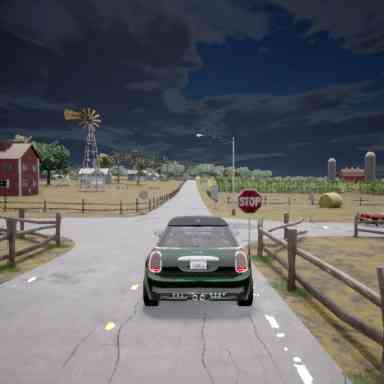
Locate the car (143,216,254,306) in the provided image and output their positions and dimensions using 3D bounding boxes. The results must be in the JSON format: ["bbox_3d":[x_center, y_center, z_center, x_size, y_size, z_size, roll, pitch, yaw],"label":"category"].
[{"bbox_3d":[0.121,1.347,8.160,2.097,1.767,4.553,0,0,0],"label":"car"}]

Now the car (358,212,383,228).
[{"bbox_3d":[14.388,1.800,23.464,4.718,1.301,1.895,1,2,0],"label":"car"}]
